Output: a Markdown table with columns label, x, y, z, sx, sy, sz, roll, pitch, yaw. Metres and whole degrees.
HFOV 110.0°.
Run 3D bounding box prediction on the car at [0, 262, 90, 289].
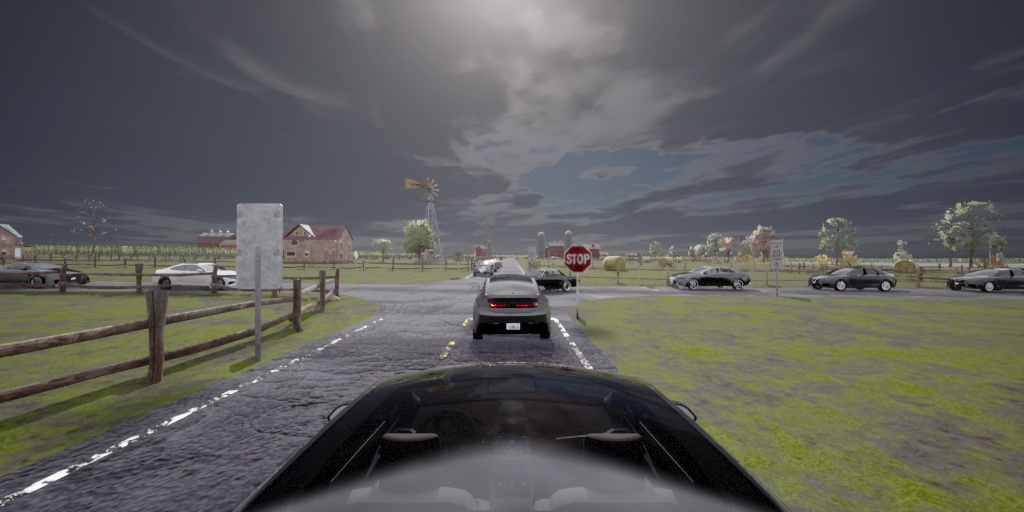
| label | x | y | z | sx | sy | sz | roll | pitch | yaw |
| --- | --- | --- | --- | --- | --- | --- | --- | --- | --- |
| car | -26.364 | 1.048 | 19.895 | 4.181 | 1.385 | 1.994 | 1 | -1 | -1 |

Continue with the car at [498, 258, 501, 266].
| label | x | y | z | sx | sy | sz | roll | pitch | yaw |
| --- | --- | --- | --- | --- | --- | --- | --- | --- | --- |
| car | -2.854 | 1.241 | 46.194 | 2.128 | 1.511 | 4.902 | 0 | 0 | 0 |

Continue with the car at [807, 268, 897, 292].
| label | x | y | z | sx | sy | sz | roll | pitch | yaw |
| --- | --- | --- | --- | --- | --- | --- | --- | --- | --- |
| car | 22.199 | 1.499 | 23.508 | 4.892 | 1.490 | 1.837 | 1 | -1 | -1 |

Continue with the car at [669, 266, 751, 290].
| label | x | y | z | sx | sy | sz | roll | pitch | yaw |
| --- | --- | --- | --- | --- | --- | --- | --- | --- | --- |
| car | 12.797 | 1.396 | 23.337 | 4.902 | 1.511 | 2.128 | 1 | -1 | -2 |

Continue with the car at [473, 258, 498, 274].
| label | x | y | z | sx | sy | sz | roll | pitch | yaw |
| --- | --- | --- | --- | --- | --- | --- | --- | --- | --- |
| car | -2.860 | 1.243 | 36.748 | 2.128 | 1.511 | 4.902 | 0 | 0 | 0 |

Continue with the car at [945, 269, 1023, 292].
| label | x | y | z | sx | sy | sz | roll | pitch | yaw |
| --- | --- | --- | --- | --- | --- | --- | --- | --- | --- |
| car | 31.701 | 1.586 | 23.630 | 4.892 | 1.490 | 1.837 | 1 | -1 | -1 |

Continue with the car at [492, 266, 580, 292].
| label | x | y | z | sx | sy | sz | roll | pitch | yaw |
| --- | --- | --- | --- | --- | --- | --- | --- | --- | --- |
| car | 1.499 | 1.369 | 20.108 | 4.718 | 1.301 | 1.895 | 1 | 0 | -35 |

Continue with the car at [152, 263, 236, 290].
| label | x | y | z | sx | sy | sz | roll | pitch | yaw |
| --- | --- | --- | --- | --- | --- | --- | --- | --- | --- |
| car | -17.244 | 1.104 | 20.018 | 4.674 | 1.442 | 1.812 | 1 | -1 | -1 |

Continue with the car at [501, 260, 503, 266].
| label | x | y | z | sx | sy | sz | roll | pitch | yaw |
| --- | --- | --- | --- | --- | --- | --- | --- | --- | --- |
| car | -2.823 | 1.240 | 55.736 | 2.128 | 1.511 | 4.902 | 0 | 0 | 0 |

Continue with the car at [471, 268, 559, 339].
| label | x | y | z | sx | sy | sz | roll | pitch | yaw |
| --- | --- | --- | --- | --- | --- | --- | --- | --- | --- |
| car | -0.075 | 1.256 | 10.062 | 1.837 | 1.490 | 4.892 | 0 | 0 | -2 |
